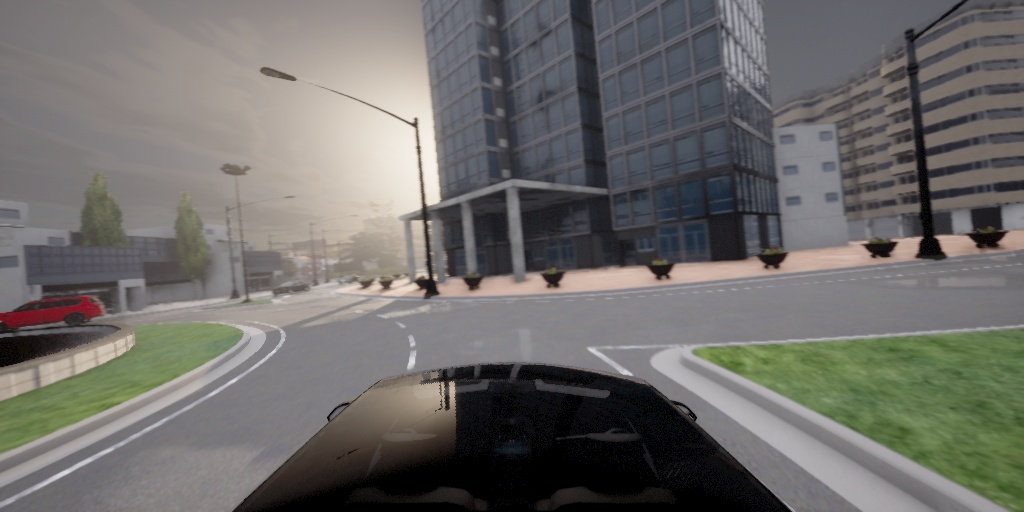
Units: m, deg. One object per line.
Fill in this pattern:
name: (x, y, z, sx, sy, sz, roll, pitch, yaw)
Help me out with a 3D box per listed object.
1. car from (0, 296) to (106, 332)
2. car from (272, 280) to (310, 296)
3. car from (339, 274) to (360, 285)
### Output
car: (-32.298, 4.029, 24.774, 5.566, 2.045, 2.150, -5, 0, -38)
car: (-25.852, 3.680, 42.099, 1.882, 1.535, 5.008, -5, 0, 2)
car: (-26.287, 3.743, 57.940, 2.128, 1.511, 4.902, -5, 0, -2)
